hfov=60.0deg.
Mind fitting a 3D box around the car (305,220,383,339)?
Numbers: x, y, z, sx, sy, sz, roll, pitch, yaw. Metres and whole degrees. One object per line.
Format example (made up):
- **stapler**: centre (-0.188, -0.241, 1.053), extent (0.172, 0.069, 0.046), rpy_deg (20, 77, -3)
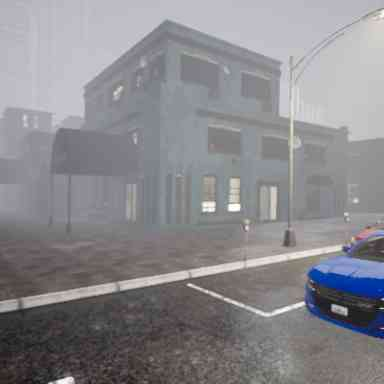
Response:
- **car**: centre (4.232, 1.481, 6.387), extent (5.008, 1.535, 1.882), rpy_deg (0, 0, -35)
